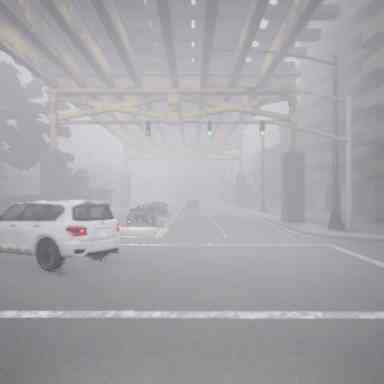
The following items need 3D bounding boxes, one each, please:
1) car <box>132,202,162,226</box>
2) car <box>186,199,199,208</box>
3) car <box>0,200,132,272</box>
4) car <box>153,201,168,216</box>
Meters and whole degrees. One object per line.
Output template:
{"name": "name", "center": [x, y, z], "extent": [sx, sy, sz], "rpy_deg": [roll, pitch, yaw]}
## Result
{"name": "car", "center": [-3.600, 1.708, 24.843], "extent": [1.994, 1.385, 4.181], "rpy_deg": [0, 0, -1]}
{"name": "car", "center": [0.098, 1.840, 54.196], "extent": [1.812, 1.442, 4.674], "rpy_deg": [0, 0, 0]}
{"name": "car", "center": [-4.984, 1.286, 11.176], "extent": [5.566, 2.045, 2.150], "rpy_deg": [0, -2, 29]}
{"name": "car", "center": [-3.591, 1.682, 35.271], "extent": [1.882, 1.535, 5.008], "rpy_deg": [0, 0, 0]}
